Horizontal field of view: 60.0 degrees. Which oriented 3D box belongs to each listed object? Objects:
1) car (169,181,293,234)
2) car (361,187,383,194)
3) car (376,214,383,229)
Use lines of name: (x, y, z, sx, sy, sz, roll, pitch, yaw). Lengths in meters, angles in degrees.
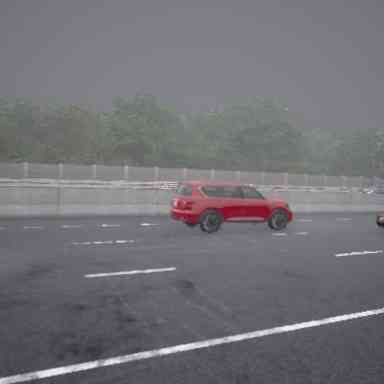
car: (1.761, 0.589, 14.658, 5.566, 2.045, 2.150, 1, 3, -24)
car: (26.796, -0.016, 48.478, 4.553, 1.767, 2.097, 1, 3, -23)
car: (10.536, 1.289, 14.698, 4.718, 1.301, 1.895, 1, 3, -24)
